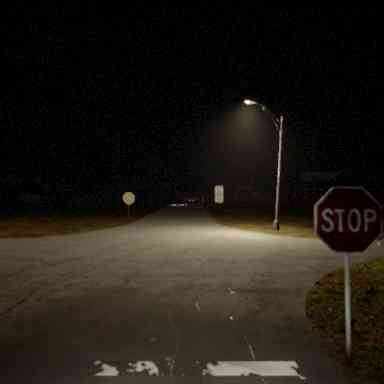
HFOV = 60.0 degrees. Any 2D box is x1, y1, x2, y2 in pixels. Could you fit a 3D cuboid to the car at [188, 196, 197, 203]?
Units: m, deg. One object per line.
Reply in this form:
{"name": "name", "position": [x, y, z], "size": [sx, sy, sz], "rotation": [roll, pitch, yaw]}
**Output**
{"name": "car", "position": [0.112, 1.600, 71.000], "size": [2.033, 1.411, 5.357], "rotation": [0, 0, 0]}

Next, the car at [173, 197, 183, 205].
{"name": "car", "position": [-2.648, 1.704, 65.163], "size": [2.033, 1.411, 5.357], "rotation": [0, 0, 0]}

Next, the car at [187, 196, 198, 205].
{"name": "car", "position": [0.095, 1.648, 60.562], "size": [2.128, 1.511, 4.902], "rotation": [0, 0, 0]}
